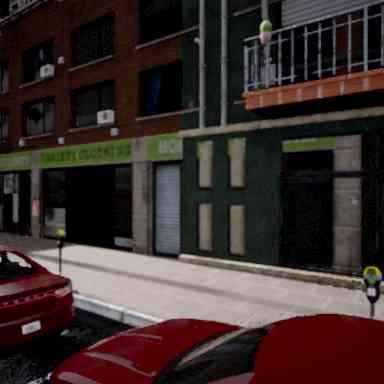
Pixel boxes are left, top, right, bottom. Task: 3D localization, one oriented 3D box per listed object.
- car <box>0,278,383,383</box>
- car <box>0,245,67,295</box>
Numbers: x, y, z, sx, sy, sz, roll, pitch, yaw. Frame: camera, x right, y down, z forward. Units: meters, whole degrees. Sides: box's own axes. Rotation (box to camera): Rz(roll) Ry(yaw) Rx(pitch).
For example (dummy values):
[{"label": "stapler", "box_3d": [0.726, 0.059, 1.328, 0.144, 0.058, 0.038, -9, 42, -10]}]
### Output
[{"label": "car", "box_3d": [0.890, 1.541, 2.085, 4.507, 1.381, 1.887, 1, 0, 35]}, {"label": "car", "box_3d": [-3.786, 1.498, 5.326, 4.507, 1.381, 1.887, 1, 0, 35]}]
